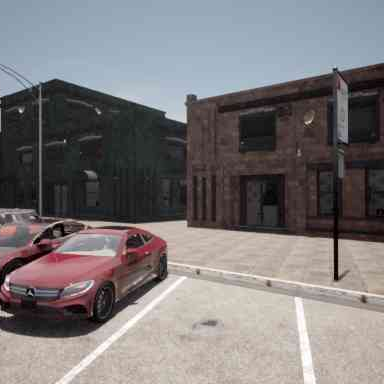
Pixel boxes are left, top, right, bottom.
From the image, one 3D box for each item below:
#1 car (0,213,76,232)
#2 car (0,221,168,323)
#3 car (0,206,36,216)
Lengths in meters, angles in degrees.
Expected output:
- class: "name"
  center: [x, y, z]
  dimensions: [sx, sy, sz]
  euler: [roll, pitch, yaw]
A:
- class: "car"
  center: [-4.391, 1.517, 9.148]
  dimensions: [2.163, 1.488, 4.792]
  euler: [1, -1, 15]
- class: "car"
  center: [-1.933, 1.527, 7.443]
  dimensions: [2.002, 1.452, 4.674]
  euler: [1, -1, 15]
- class: "car"
  center: [-6.820, 1.366, 10.945]
  dimensions: [2.185, 1.767, 4.553]
  euler: [1, -1, 15]
